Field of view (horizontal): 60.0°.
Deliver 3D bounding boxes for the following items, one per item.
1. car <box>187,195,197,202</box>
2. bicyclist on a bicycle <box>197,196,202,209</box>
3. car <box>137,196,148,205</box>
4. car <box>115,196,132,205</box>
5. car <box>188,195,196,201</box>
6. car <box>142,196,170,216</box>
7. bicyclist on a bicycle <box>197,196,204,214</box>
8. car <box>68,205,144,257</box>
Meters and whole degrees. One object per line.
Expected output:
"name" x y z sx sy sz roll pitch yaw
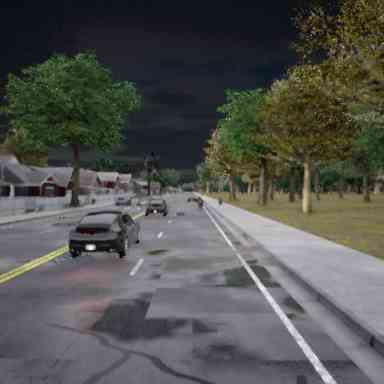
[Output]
"car" 0.028 1.340 69.292 1.812 1.442 4.674 0 0 1
"bicyclist on a bicycle" 0.901 1.334 41.979 0.582 1.620 1.656 0 0 0
"car" -6.573 1.358 46.873 2.128 1.511 4.902 0 0 0
"car" -9.819 1.370 47.936 1.837 1.490 4.892 0 0 0
"car" 0.011 1.382 78.995 1.895 1.301 4.718 0 0 0
"car" -3.145 1.417 30.892 1.837 1.490 4.892 0 0 0
"bicyclist on a bicycle" 0.900 1.359 32.975 0.582 1.620 1.656 0 0 0
"car" -3.146 1.468 12.751 1.837 1.490 4.892 0 0 0
